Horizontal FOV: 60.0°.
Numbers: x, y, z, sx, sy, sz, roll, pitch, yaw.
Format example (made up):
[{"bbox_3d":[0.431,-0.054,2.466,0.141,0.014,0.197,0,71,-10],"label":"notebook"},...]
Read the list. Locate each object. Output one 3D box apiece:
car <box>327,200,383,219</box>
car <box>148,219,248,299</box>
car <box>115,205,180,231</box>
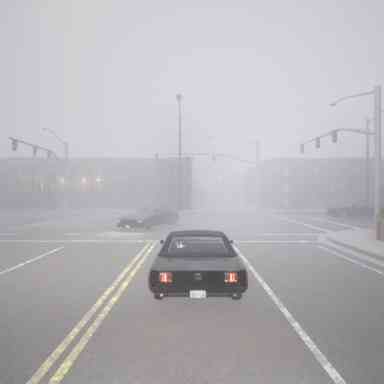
[{"bbox_3d":[14.307,1.478,28.784,5.008,1.535,1.882,0,0,0],"label":"car"},{"bbox_3d":[0.117,1.601,8.370,1.895,1.301,4.718,0,0,0],"label":"car"},{"bbox_3d":[-2.580,1.547,21.029,2.033,1.411,5.357,0,0,23],"label":"car"}]
